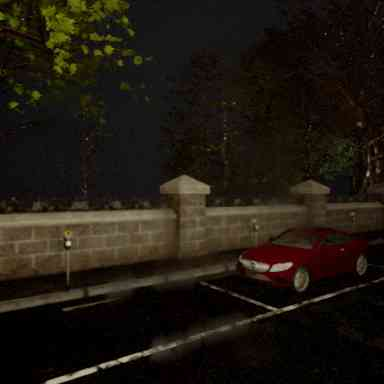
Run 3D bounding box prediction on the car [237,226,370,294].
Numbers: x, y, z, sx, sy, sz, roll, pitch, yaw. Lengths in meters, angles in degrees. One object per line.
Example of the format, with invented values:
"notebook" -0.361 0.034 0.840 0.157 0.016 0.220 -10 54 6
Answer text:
"car" 3.069 1.586 8.747 4.206 1.307 1.802 0 0 -35
